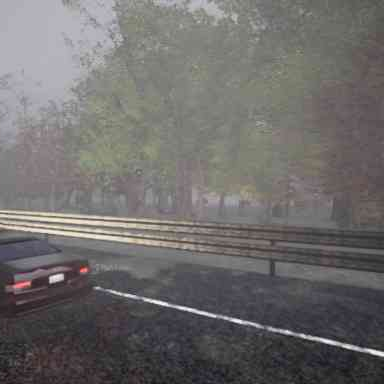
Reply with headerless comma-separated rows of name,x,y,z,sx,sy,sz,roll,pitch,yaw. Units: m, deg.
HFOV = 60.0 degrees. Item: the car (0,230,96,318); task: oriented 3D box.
car,-4.447,1.561,7.205,5.357,1.411,2.033,0,0,34
